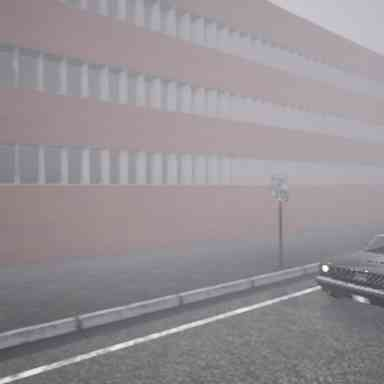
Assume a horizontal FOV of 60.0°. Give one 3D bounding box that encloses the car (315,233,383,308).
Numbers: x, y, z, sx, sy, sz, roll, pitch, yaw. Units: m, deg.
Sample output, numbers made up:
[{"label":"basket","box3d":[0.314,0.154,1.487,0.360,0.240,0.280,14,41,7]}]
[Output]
[{"label":"car","box3d":[4.744,1.545,7.095,4.718,1.301,1.895,-1,0,-35]}]
